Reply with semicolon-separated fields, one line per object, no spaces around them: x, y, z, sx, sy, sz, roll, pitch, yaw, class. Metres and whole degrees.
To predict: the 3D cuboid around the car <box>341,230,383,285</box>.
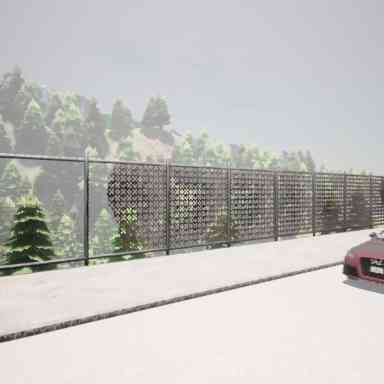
5.757;1.564;8.609;4.181;1.385;1.994;0;0;-36;car
